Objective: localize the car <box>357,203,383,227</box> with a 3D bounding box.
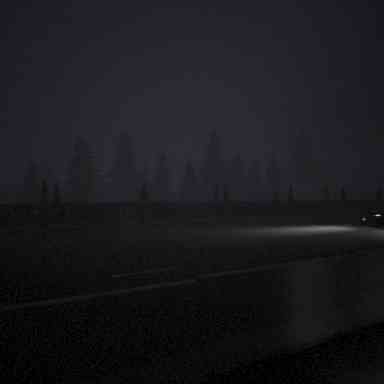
[{"bbox_3d":[13.519,1.510,22.607,4.902,1.511,2.128,0,0,-22],"label":"car"}]
